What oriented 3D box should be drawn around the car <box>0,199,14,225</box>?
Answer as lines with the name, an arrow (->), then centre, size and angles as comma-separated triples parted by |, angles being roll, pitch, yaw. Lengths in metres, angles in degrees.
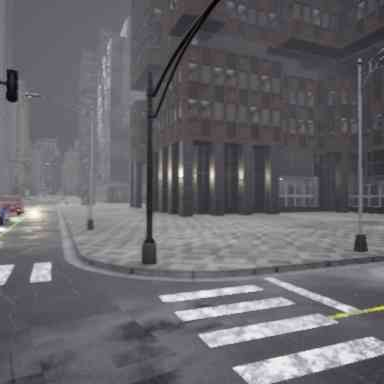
car -> -14.839, 1.575, 24.856 | 1.882, 1.535, 5.008 | 1, 0, -23

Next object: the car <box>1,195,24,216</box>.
car -> -18.889, 1.360, 34.743 | 2.150, 2.045, 5.566 | 1, 0, -22
